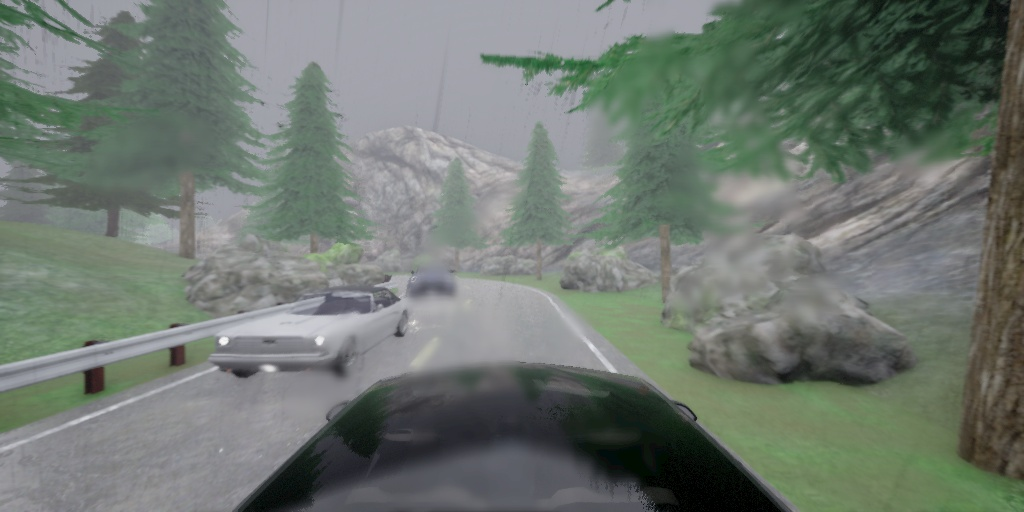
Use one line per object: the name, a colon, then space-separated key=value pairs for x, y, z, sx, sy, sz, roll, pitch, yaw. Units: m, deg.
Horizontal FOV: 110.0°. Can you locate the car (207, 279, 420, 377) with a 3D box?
car: x=-3.558 y=1.342 z=7.478 sx=1.895 sy=1.301 sz=4.718 roll=0 pitch=0 yaw=0

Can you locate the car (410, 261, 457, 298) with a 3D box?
car: x=-3.946 y=1.071 z=18.076 sx=2.097 sy=1.767 sz=4.553 roll=0 pitch=0 yaw=-11
